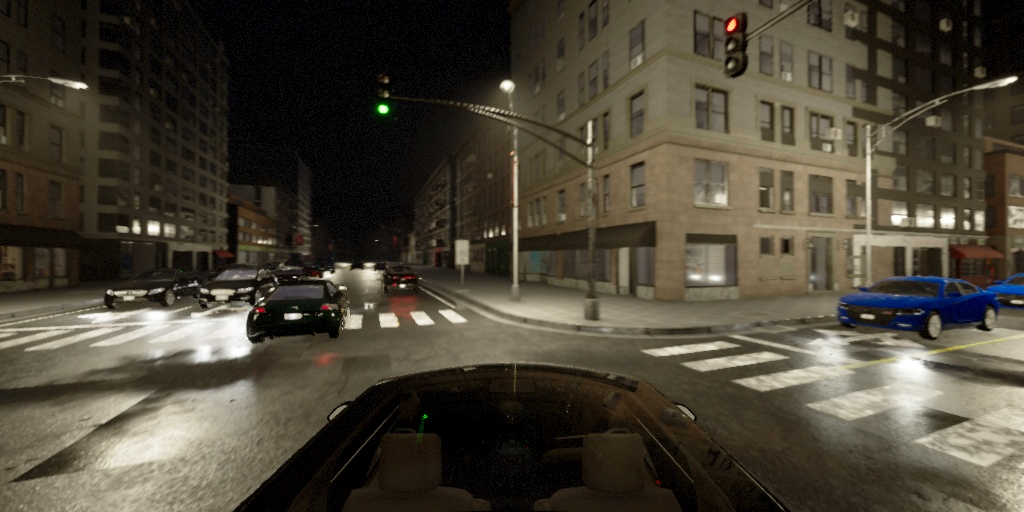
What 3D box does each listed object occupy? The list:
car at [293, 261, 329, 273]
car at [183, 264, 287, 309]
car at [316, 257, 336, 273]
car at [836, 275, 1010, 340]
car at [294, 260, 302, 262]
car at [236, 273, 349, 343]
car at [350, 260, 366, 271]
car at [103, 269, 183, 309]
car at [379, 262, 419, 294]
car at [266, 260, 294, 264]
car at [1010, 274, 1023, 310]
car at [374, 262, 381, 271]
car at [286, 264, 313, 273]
[{"bbox_3d":[-18.695,1.416,33.482,1.994,1.385,4.181,0,0,-22],"label":"car"},{"bbox_3d":[-11.616,1.282,15.529,2.128,1.511,4.902,0,0,-22],"label":"car"},{"bbox_3d":[-22.596,1.105,43.293,2.150,2.045,5.566,0,0,-22],"label":"car"},{"bbox_3d":[11.699,1.341,10.370,5.008,1.535,1.882,0,-1,-21],"label":"car"},{"bbox_3d":[-25.626,1.224,42.116,2.097,1.767,4.553,0,0,-22],"label":"car"},{"bbox_3d":[-5.718,1.343,10.019,1.994,1.385,4.181,0,0,-22],"label":"car"},{"bbox_3d":[-23.570,1.433,54.675,1.837,1.490,4.892,0,0,-21],"label":"car"},{"bbox_3d":[-15.098,1.310,15.496,1.812,1.442,4.674,0,0,-22],"label":"car"},{"bbox_3d":[-6.686,1.329,21.222,1.837,1.490,4.892,0,0,-22],"label":"car"},{"bbox_3d":[-21.948,1.335,32.896,2.128,1.511,4.902,0,0,-22],"label":"car"},{"bbox_3d":[20.502,1.398,13.796,5.008,1.535,1.882,0,-1,-21],"label":"car"},{"bbox_3d":[-18.941,1.489,51.942,1.994,1.385,4.181,0,0,-22],"label":"car"},{"bbox_3d":[-15.037,1.422,24.138,1.895,1.301,4.718,0,0,-22],"label":"car"}]
